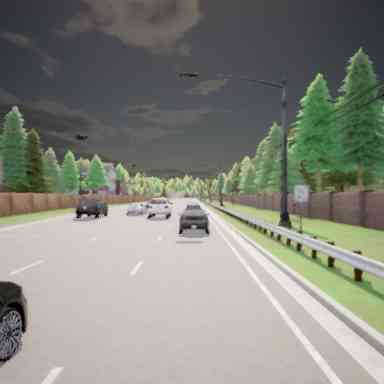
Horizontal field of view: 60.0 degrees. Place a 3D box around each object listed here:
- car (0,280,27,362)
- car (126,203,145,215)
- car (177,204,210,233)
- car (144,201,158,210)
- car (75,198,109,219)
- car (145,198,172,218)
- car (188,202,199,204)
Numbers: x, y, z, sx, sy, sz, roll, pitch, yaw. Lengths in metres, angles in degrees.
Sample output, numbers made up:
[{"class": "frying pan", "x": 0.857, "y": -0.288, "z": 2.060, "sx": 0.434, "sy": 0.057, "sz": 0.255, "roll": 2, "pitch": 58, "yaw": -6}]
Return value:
[{"class": "car", "x": -3.400, "y": 1.532, "z": 3.106, "sx": 2.128, "sy": 1.511, "sz": 4.902, "roll": 0, "pitch": -1, "yaw": 0}, {"class": "car", "x": -6.847, "y": 2.077, "z": 41.249, "sx": 1.812, "sy": 1.442, "sz": 4.674, "roll": 0, "pitch": -1, "yaw": 0}, {"class": "car", "x": 0.126, "y": 1.802, "z": 21.823, "sx": 1.837, "sy": 1.490, "sz": 4.892, "roll": 0, "pitch": 0, "yaw": 0}, {"class": "car", "x": -6.826, "y": 2.275, "z": 56.032, "sx": 1.812, "sy": 1.442, "sz": 4.674, "roll": 0, "pitch": -1, "yaw": 0}, {"class": "car", "x": -10.355, "y": 1.682, "z": 34.773, "sx": 2.150, "sy": 2.045, "sz": 5.566, "roll": 0, "pitch": -1, "yaw": 0}, {"class": "car", "x": -3.354, "y": 1.699, "z": 35.630, "sx": 2.150, "sy": 2.045, "sz": 5.566, "roll": 0, "pitch": -1, "yaw": 0}, {"class": "car", "x": 0.153, "y": 2.061, "z": 42.175, "sx": 2.128, "sy": 1.511, "sz": 4.902, "roll": 0, "pitch": -1, "yaw": 0}]
